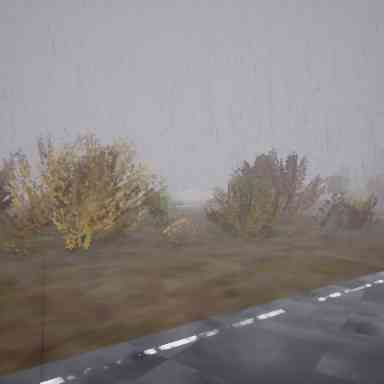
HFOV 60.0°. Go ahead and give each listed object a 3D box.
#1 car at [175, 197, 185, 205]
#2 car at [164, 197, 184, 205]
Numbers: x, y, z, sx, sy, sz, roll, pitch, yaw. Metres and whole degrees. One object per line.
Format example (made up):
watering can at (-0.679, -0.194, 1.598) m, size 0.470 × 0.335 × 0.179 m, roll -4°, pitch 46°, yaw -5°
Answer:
car at (-3.304, 1.649, 57.656) m, size 2.033 × 1.411 × 5.357 m, roll 0°, pitch 0°, yaw -33°
car at (-3.520, 1.637, 63.482) m, size 1.994 × 1.385 × 4.181 m, roll 0°, pitch 0°, yaw -33°
